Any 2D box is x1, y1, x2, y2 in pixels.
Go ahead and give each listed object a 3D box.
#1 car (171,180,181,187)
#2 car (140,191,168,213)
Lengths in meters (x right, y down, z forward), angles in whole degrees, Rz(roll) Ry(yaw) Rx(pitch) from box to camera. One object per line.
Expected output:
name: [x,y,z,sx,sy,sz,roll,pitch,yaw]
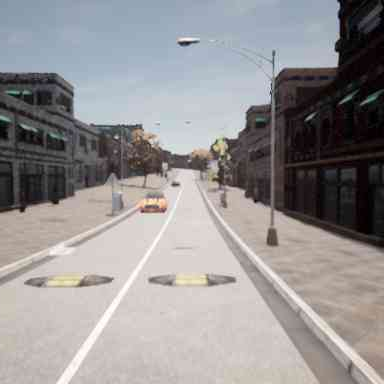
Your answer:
car: [-3.379,-1.778,69.375,1.895,1.301,4.718,0,4,0]
car: [-3.252,0.769,29.045,2.097,1.767,4.553,0,3,0]
